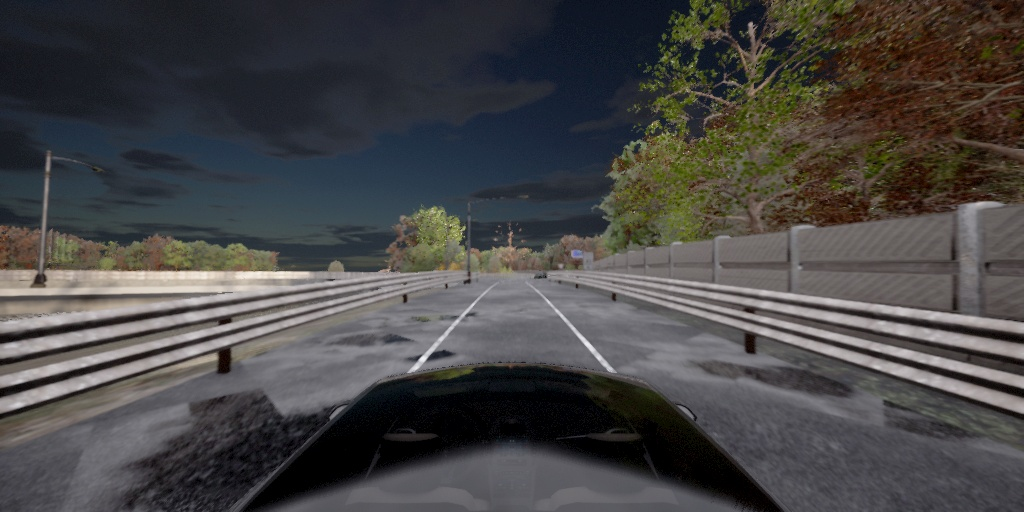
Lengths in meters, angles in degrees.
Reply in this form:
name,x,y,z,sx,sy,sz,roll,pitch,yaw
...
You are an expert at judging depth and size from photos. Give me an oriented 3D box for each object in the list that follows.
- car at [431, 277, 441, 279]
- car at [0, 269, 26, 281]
name,x,y,z,sx,sy,sz,roll,pitch,yaw
car,-12.064,2.908,50.091,1.994,1.385,4.181,-3,-4,44
car,-49.034,1.614,32.956,5.357,1.411,2.033,1,-3,-24
